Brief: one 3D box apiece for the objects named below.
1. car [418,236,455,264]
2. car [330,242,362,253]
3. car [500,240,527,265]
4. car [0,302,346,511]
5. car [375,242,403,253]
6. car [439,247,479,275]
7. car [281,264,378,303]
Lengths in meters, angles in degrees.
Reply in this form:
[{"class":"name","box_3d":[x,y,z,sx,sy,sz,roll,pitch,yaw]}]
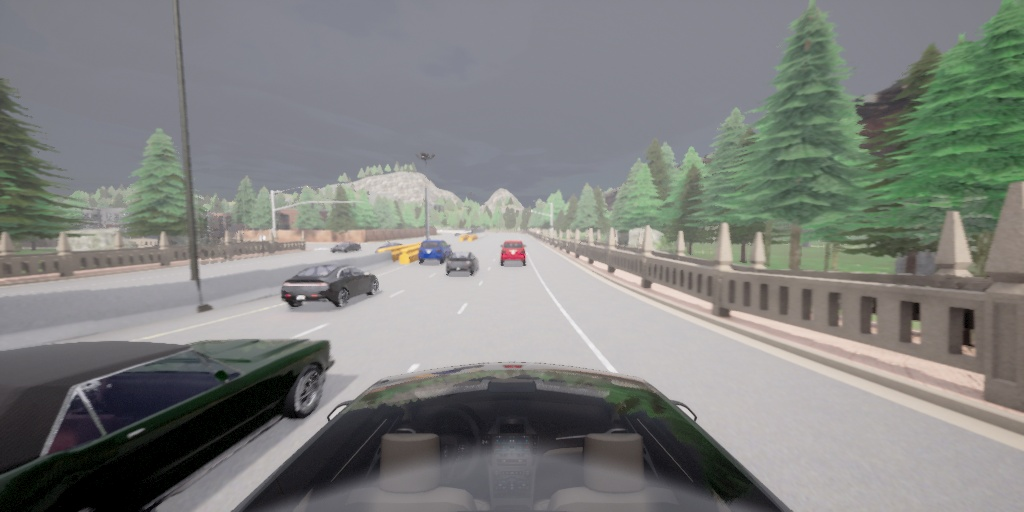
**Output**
[{"class":"car","box_3d":[-6.880,-0.460,32.585,2.150,2.045,5.566,0,5,1]},{"class":"car","box_3d":[-20.904,-1.117,45.406,2.033,1.411,5.357,0,5,0]},{"class":"car","box_3d":[0.120,-0.373,31.475,2.150,2.045,5.566,0,4,1]},{"class":"car","box_3d":[-3.400,1.353,2.909,1.895,1.301,4.718,0,0,0]},{"class":"car","box_3d":[-13.962,-0.857,41.513,2.033,1.411,5.357,0,5,1]},{"class":"car","box_3d":[-3.394,0.419,25.068,2.128,1.511,4.902,0,5,0]},{"class":"car","box_3d":[-6.898,1.064,14.129,2.128,1.511,4.902,0,2,0]}]
